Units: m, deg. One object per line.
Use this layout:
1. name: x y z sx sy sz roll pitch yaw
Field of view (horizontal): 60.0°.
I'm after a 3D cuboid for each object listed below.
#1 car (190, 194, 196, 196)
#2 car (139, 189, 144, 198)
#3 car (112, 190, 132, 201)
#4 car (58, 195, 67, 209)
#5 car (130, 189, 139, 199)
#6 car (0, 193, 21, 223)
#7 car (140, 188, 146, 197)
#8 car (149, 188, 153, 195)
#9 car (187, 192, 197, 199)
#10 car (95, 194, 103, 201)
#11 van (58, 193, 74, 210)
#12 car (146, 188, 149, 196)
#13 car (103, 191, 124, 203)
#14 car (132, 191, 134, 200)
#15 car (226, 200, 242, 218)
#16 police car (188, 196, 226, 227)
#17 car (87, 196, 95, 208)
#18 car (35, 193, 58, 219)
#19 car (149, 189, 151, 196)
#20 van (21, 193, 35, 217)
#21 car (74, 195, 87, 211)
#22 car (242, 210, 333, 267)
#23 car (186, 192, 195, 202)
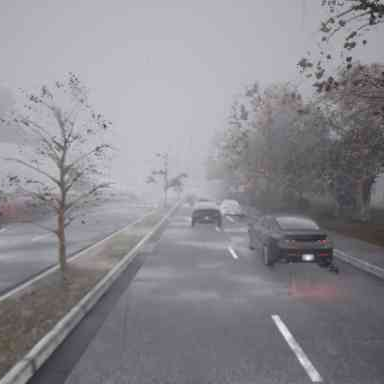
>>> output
1. car: 0.865 1.273 38.217 1.812 1.442 4.674 -1 1 0
2. car: -13.701 0.837 71.250 5.366 1.575 1.946 -1 1 -20
3. car: -14.045 1.013 59.104 5.366 1.575 1.946 -1 1 -20
4. car: -13.869 1.318 29.211 4.892 1.521 2.231 -1 1 -20
5. car: -13.850 0.689 65.193 5.566 2.045 2.435 -1 0 -20
6. car: -13.905 1.155 20.244 5.566 2.045 2.435 -1 1 -20
7. car: -13.901 0.539 74.173 5.566 2.045 2.435 -1 1 -20
8. car: -13.864 0.447 89.198 5.008 1.535 2.097 -1 2 -20
9. car: -0.043 0.720 73.796 2.033 1.411 5.357 0 1 0
10. car: -13.849 1.226 41.176 4.792 1.488 2.163 -1 0 -20
11. van: -13.986 1.063 32.148 4.442 1.987 1.878 -1 1 -20
12. car: -13.904 0.471 83.185 4.553 1.767 2.185 -1 1 -20
13. car: -13.848 1.105 53.181 4.792 1.488 2.163 -1 0 -20
14. car: -13.878 1.017 62.178 4.674 1.452 2.002 -1 0 -20
15. car: 3.082 1.364 27.672 1.812 1.442 4.674 0 1 0
16. police car: 0.886 1.317 22.328 1.930 1.638 5.238 0 1 0
17. car: -13.870 1.267 38.158 4.674 1.452 2.002 -1 1 -20
18. car: -13.854 1.095 26.240 5.566 2.045 2.435 -1 0 -20
19. car: -13.874 0.563 86.199 4.674 1.452 2.002 -1 1 -20
20. van: -13.770 1.149 23.287 4.442 1.987 1.878 -1 0 -20
21. car: -13.847 1.131 35.184 4.553 1.767 2.185 -1 1 -20
22. car: 3.092 1.481 11.275 1.837 1.490 4.892 0 0 0
23. car: -0.034 1.018 58.799 2.128 1.511 4.902 0 1 0
